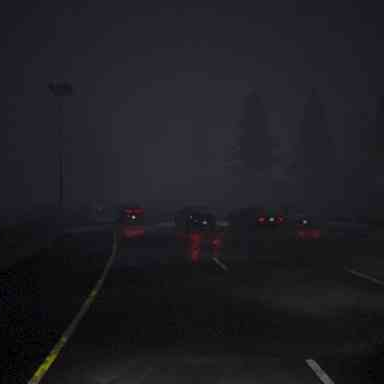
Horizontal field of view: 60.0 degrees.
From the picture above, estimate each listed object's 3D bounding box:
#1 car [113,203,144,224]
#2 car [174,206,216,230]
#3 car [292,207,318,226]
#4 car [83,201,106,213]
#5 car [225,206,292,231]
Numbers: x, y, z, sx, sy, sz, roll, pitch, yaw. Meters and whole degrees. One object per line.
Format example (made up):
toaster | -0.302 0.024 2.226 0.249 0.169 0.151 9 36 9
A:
car | -5.011 1.638 26.135 1.837 1.490 4.892 0 -2 -20
car | 0.117 1.628 21.754 1.812 1.442 4.674 0 0 -16
car | 6.772 1.692 23.921 1.895 1.301 4.718 0 0 -16
car | -11.704 1.750 39.891 1.812 1.442 4.674 0 0 -31
car | 3.896 1.636 21.481 2.033 1.411 5.357 0 0 -15
